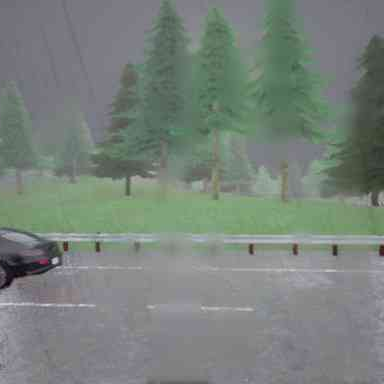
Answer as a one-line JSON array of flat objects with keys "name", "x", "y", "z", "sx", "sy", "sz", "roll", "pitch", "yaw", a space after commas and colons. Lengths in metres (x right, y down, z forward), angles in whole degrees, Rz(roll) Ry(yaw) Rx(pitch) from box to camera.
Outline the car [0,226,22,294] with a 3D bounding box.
[{"name": "car", "x": -6.124, "y": 1.319, "z": 5.425, "sx": 5.566, "sy": 2.045, "sz": 2.150, "roll": 0, "pitch": -1, "yaw": 4}]

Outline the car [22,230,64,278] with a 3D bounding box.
[{"name": "car", "x": -5.860, "y": 1.651, "z": 8.887, "sx": 4.674, "sy": 1.442, "sz": 1.812, "roll": -1, "pitch": -1, "yaw": 5}]
